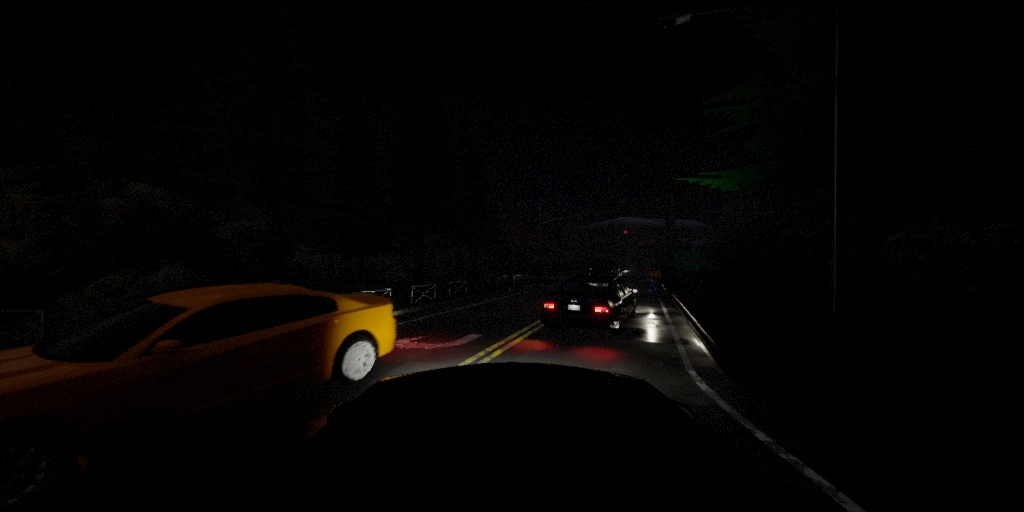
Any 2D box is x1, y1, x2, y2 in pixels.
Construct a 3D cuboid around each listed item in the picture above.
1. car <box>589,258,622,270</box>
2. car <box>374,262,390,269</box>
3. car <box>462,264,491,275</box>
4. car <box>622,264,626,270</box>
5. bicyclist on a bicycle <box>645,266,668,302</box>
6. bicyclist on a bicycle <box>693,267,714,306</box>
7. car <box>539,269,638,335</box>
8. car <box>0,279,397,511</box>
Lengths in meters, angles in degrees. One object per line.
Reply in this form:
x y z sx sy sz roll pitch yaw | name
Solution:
8.410 1.257 32.579 2.150 2.045 5.566 2 0 21 | car
-19.273 1.486 50.503 4.181 1.385 1.994 1 -1 23 | car
-4.786 1.670 44.943 4.181 1.385 1.994 1 -1 21 | car
17.197 1.690 59.775 2.150 2.045 5.566 1 -1 21 | car
6.661 1.290 16.505 1.656 1.620 0.582 1 -1 -31 | bicyclist on a bicycle
8.086 1.303 15.101 1.656 1.620 0.582 1 0 -34 | bicyclist on a bicycle
2.447 1.250 10.358 2.033 1.411 5.357 1 -1 25 | car
-3.726 1.132 4.394 1.882 1.535 5.008 1 3 28 | car
